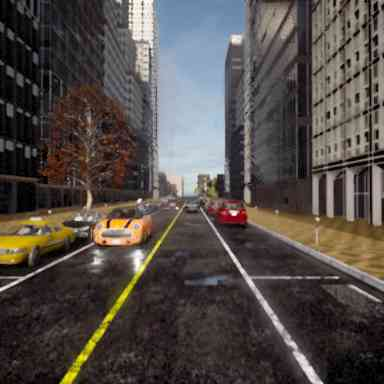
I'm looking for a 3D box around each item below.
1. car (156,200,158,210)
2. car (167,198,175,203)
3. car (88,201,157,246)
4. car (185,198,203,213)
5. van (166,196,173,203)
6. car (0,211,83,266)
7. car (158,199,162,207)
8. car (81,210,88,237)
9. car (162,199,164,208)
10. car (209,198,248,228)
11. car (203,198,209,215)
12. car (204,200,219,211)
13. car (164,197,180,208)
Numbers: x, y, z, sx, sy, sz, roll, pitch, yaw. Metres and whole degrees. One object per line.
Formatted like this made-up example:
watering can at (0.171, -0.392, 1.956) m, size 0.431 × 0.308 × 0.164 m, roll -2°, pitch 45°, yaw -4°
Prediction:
car at (-5.738, 1.860, 40.560) m, size 2.008 × 1.369 × 4.403 m, roll 0°, pitch 0°, yaw 0°
car at (-5.802, 2.241, 91.789) m, size 1.802 × 1.307 × 4.206 m, roll 0°, pitch 0°, yaw 0°
car at (-3.120, 1.477, 15.913) m, size 2.097 × 1.767 × 4.553 m, roll 0°, pitch 0°, yaw 0°
car at (0.047, 1.808, 41.584) m, size 2.128 × 1.511 × 4.902 m, roll 0°, pitch 0°, yaw 0°
van at (-5.794, 1.963, 86.099) m, size 1.690 × 1.788 × 3.998 m, roll 0°, pitch 0°, yaw 0°
car at (-5.703, 1.620, 11.928) m, size 1.752 × 1.417 × 4.829 m, roll 0°, pitch 0°, yaw 0°
car at (-5.746, 1.916, 46.253) m, size 1.947 × 1.339 × 4.313 m, roll 0°, pitch 0°, yaw 0°
car at (-5.710, 1.690, 17.792) m, size 2.008 × 1.369 × 4.403 m, roll 0°, pitch 0°, yaw 0°
car at (-5.759, 2.012, 57.635) m, size 1.802 × 1.307 × 4.206 m, roll 0°, pitch 0°, yaw 0°
car at (2.665, 1.498, 23.484) m, size 2.192 × 1.841 × 5.009 m, roll 0°, pitch 0°, yaw 0°
car at (2.651, 1.582, 34.869) m, size 2.192 × 1.841 × 5.009 m, roll 0°, pitch 0°, yaw 0°
car at (2.635, 1.876, 46.420) m, size 1.752 × 1.417 × 4.829 m, roll 0°, pitch 0°, yaw 0°
car at (-3.133, 1.945, 56.189) m, size 1.812 × 1.442 × 4.674 m, roll 0°, pitch 0°, yaw 0°
